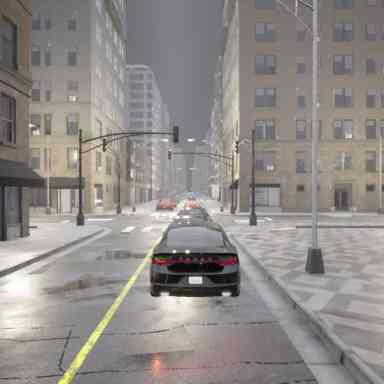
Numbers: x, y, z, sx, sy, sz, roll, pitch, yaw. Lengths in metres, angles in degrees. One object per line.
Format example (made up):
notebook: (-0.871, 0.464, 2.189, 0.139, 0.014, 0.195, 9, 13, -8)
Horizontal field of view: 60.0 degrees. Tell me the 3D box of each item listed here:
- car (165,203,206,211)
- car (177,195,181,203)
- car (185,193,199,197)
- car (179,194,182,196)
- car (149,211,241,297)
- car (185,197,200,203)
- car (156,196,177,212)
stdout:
car: (0.073, 1.546, 18.428, 2.033, 1.411, 5.357, 0, 0, 5)
car: (-3.159, 1.544, 49.527, 2.033, 1.411, 5.357, 0, 0, 0)
car: (-0.040, 1.521, 68.708, 1.812, 1.442, 4.674, 0, 0, 0)
car: (-3.179, 1.501, 59.701, 1.837, 1.490, 4.892, 0, 0, 0)
car: (0.059, 1.477, 8.618, 1.882, 1.535, 5.008, 0, 0, 0)
car: (0.074, 1.598, 39.658, 1.895, 1.301, 4.718, 0, 0, -1)
car: (-3.172, 1.474, 39.796, 1.882, 1.535, 5.008, 0, 0, -1)
